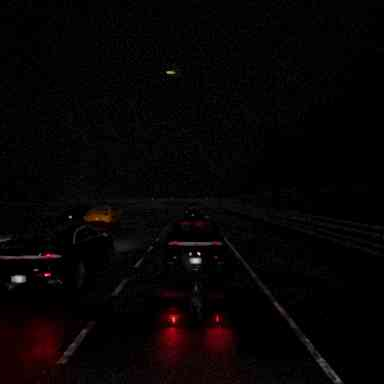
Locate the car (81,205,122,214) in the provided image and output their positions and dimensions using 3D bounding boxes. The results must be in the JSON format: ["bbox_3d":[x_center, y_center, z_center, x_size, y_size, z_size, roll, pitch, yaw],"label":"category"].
[{"bbox_3d":[-6.921,1.828,26.652,1.882,1.535,5.008,0,-1,0],"label":"car"}]

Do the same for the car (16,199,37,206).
[{"bbox_3d":[-31.550,2.386,64.096,2.150,2.045,5.566,0,-1,0],"label":"car"}]

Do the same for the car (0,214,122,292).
[{"bbox_3d":[-3.507,1.578,9.171,2.128,1.511,4.902,0,-1,0],"label":"car"}]

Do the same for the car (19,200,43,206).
[{"bbox_3d":[-28.058,2.573,58.958,1.882,1.535,5.008,0,-1,0],"label":"car"}]

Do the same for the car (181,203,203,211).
[{"bbox_3d":[0.074,2.010,33.240,1.812,1.442,4.674,0,-1,0],"label":"car"}]

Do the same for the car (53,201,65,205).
[{"bbox_3d":[-21.096,2.312,53.690,2.097,1.767,4.553,0,-1,0],"label":"car"}]

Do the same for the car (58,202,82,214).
[{"bbox_3d":[-10.424,1.939,30.917,1.837,1.490,4.892,0,-1,0],"label":"car"}]

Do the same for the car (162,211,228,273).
[{"bbox_3d":[0.091,1.602,11.078,2.128,1.511,4.902,0,-1,0],"label":"car"}]
